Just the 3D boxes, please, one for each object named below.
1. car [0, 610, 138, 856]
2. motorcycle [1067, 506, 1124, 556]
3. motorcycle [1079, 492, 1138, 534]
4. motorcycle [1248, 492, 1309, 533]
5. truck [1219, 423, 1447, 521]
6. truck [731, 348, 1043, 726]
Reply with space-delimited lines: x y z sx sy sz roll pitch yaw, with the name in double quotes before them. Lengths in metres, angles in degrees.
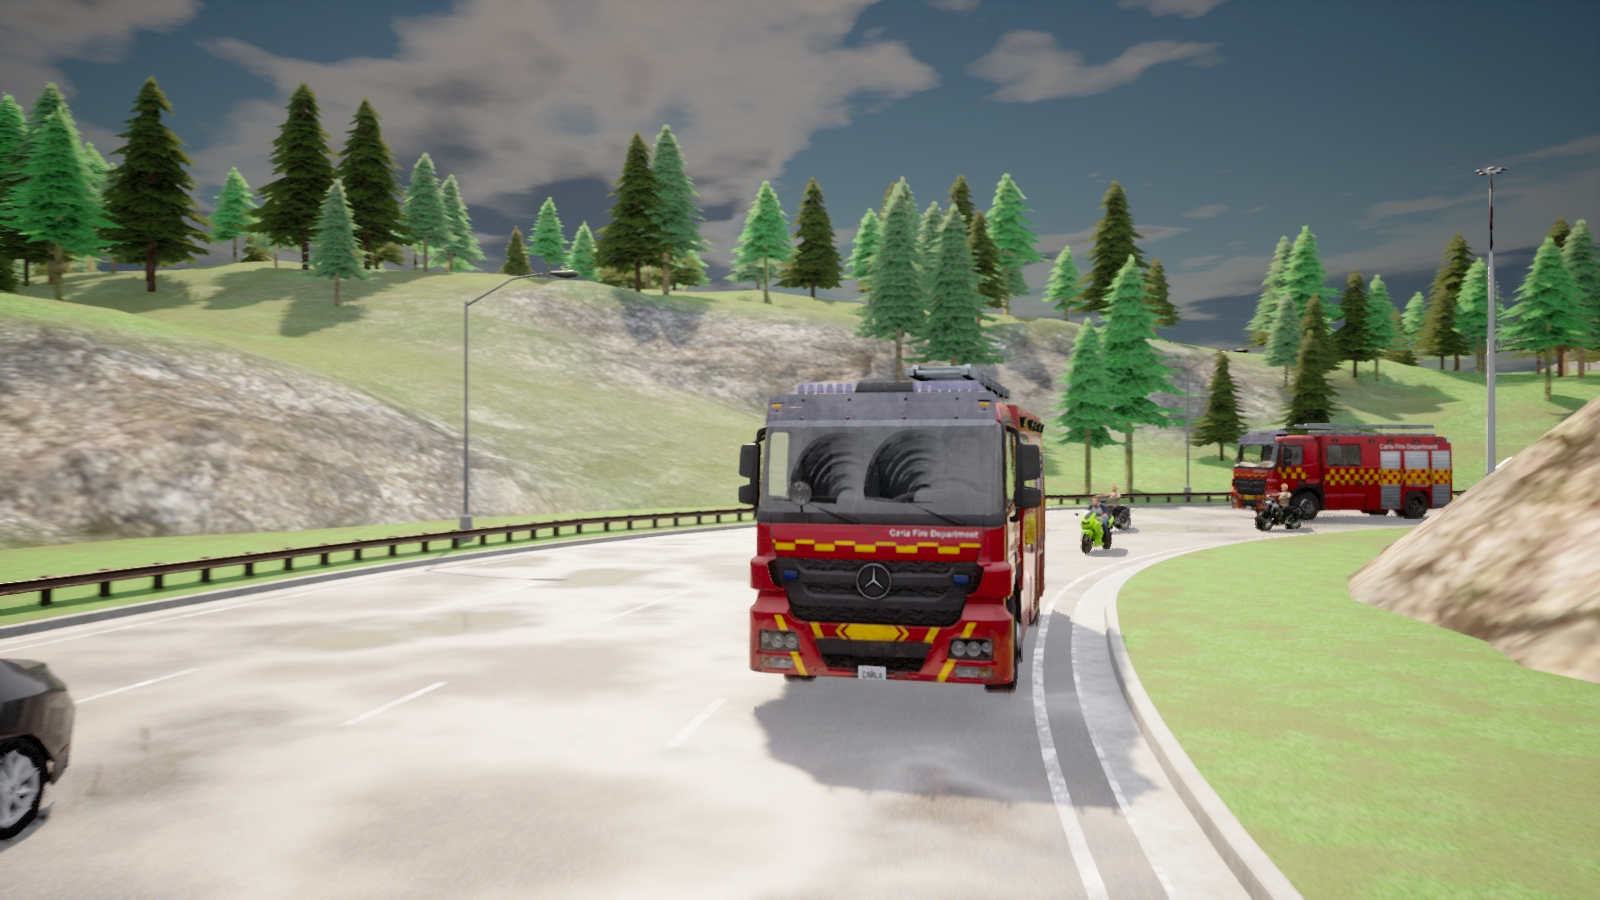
"car" -6.679 2.051 6.902 2.231 1.480 4.892 -1 0 5
"motorcycle" 8.064 2.171 31.101 0.803 1.199 2.033 1 1 37
"motorcycle" 10.557 2.137 39.069 2.356 1.307 0.764 0 0 -41
"motorcycle" 16.489 2.141 39.371 2.356 1.307 0.764 0 0 -34
"truck" 21.943 0.876 47.137 8.468 3.827 2.891 0 0 -12
"truck" 1.727 0.881 16.050 2.891 3.827 8.468 0 0 15
